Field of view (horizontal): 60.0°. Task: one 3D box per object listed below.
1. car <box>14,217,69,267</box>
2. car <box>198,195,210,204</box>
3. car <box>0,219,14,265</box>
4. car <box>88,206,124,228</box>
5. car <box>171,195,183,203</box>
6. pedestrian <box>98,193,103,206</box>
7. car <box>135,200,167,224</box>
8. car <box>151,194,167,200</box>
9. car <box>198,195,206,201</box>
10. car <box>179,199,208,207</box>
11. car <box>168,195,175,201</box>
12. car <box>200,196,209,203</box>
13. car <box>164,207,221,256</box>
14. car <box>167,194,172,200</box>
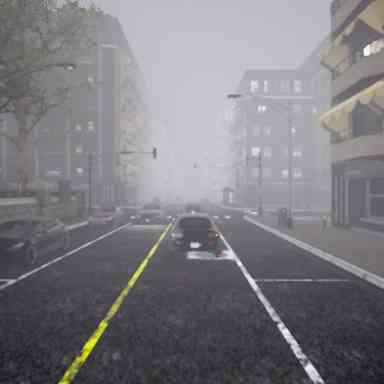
[{"bbox_3d":[-5.696,1.579,11.483,1.947,1.339,4.313,0,0,0],"label":"car"},{"bbox_3d":[2.668,1.635,66.238,2.008,1.369,4.403,0,0,0],"label":"car"},{"bbox_3d":[-5.696,1.322,5.948,2.192,1.841,5.009,0,0,0],"label":"car"},{"bbox_3d":[-5.699,1.608,22.553,1.802,1.307,4.206,0,0,0],"label":"car"},{"bbox_3d":[-3.021,1.573,74.557,1.882,1.535,5.008,0,0,0],"label":"car"},{"bbox_3d":[-12.726,0.960,45.955,0.375,1.860,0.375,0,-1,-1],"label":"pedestrian"},{"bbox_3d":[-3.031,1.578,25.577,2.033,1.411,5.357,0,0,0],"label":"car"},{"bbox_3d":[-5.710,1.508,54.964,1.967,1.590,4.097,0,0,0],"label":"car"},{"bbox_3d":[2.661,1.555,88.793,1.967,1.590,4.097,0,0,0],"label":"car"},{"bbox_3d":[0.093,1.599,29.097,1.994,1.385,4.181,0,0,0],"label":"car"},{"bbox_3d":[-5.721,1.647,94.264,1.752,1.417,4.829,0,0,0],"label":"car"},{"bbox_3d":[2.666,1.636,71.876,1.887,1.381,4.507,0,0,0],"label":"car"},{"bbox_3d":[0.099,1.540,13.001,1.812,1.442,4.674,0,0,0],"label":"car"},{"bbox_3d":[-5.719,1.422,83.157,2.192,1.841,5.009,0,0,0],"label":"car"}]
